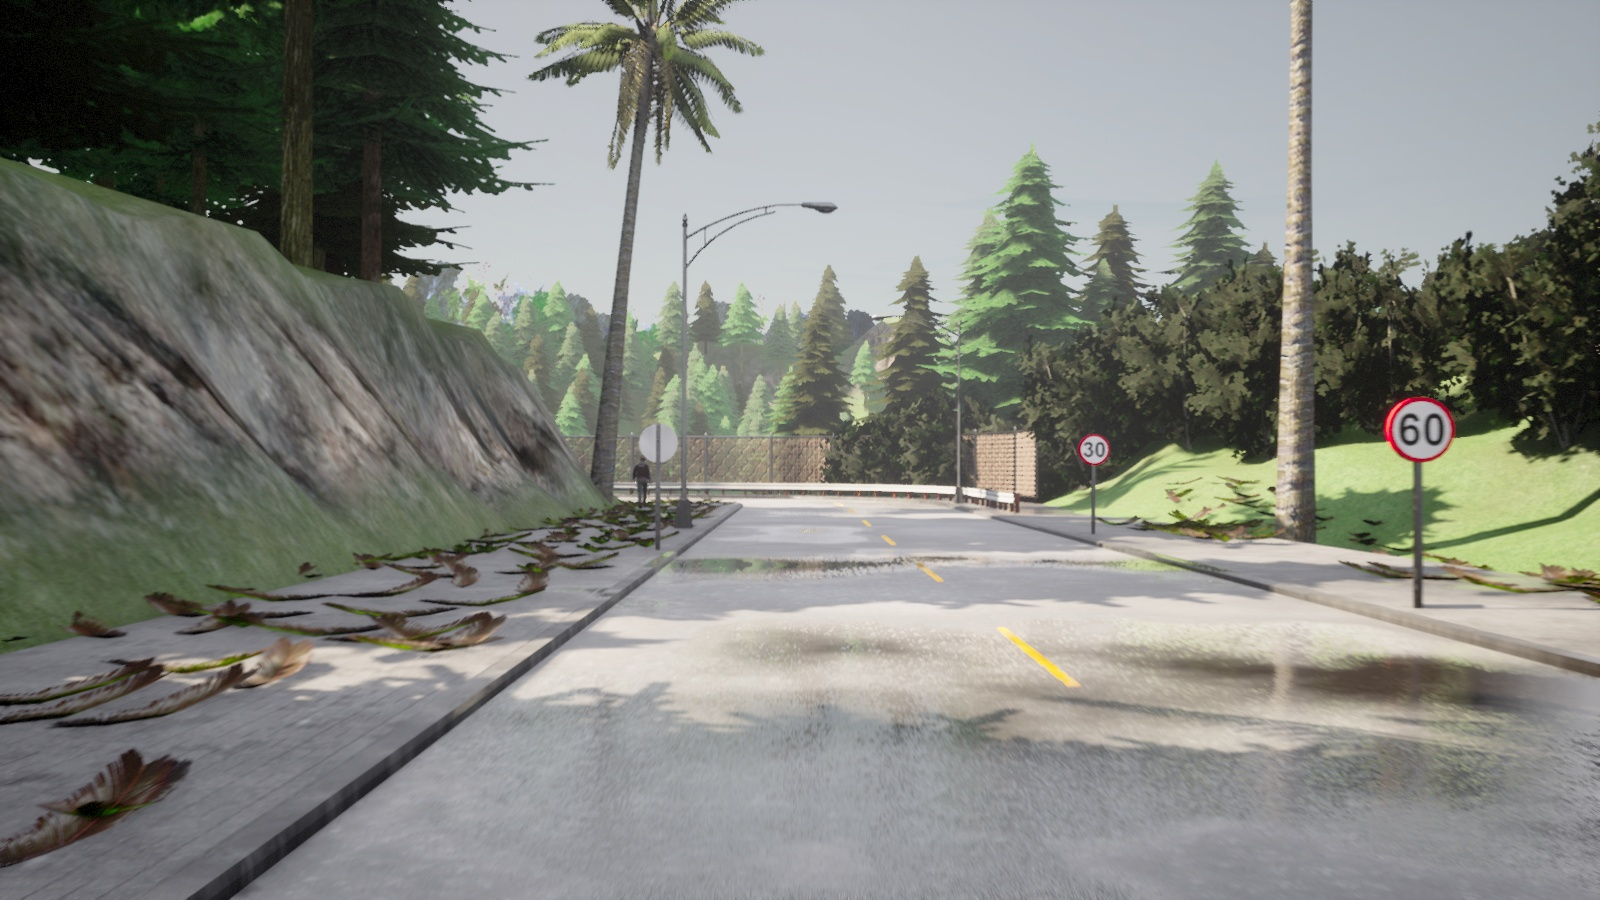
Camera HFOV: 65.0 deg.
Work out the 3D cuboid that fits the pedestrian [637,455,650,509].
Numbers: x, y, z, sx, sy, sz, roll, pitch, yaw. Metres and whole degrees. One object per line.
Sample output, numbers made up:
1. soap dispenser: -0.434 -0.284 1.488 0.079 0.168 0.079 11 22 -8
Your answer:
1. pedestrian: -5.441 1.107 43.613 0.376 1.854 0.720 0 -1 0
